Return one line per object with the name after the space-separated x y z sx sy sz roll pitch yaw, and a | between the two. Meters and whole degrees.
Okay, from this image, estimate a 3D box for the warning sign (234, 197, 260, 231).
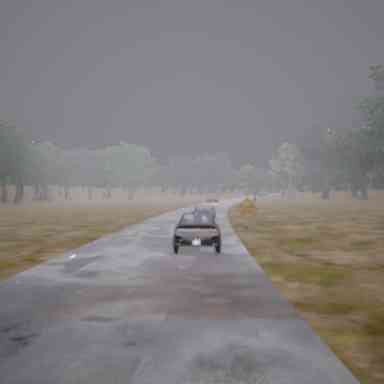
3.164 1.248 19.243 1.300 1.860 1.060 2 1 3 | warning sign

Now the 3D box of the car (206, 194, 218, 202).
4.409 1.380 72.277 2.150 2.045 5.566 0 0 11 | car

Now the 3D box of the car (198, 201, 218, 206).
1.140 1.774 28.921 1.895 1.301 4.718 0 0 5 | car

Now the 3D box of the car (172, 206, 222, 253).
0.258 1.594 14.210 2.128 1.511 4.902 0 0 2 | car
